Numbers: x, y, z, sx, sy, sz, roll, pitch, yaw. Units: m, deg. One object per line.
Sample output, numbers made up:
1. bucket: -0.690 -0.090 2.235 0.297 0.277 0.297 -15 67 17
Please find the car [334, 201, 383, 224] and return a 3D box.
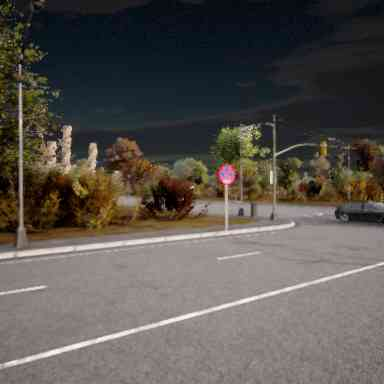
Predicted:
1. car: 11.750 1.395 21.655 1.837 1.490 4.892 0 0 -32
